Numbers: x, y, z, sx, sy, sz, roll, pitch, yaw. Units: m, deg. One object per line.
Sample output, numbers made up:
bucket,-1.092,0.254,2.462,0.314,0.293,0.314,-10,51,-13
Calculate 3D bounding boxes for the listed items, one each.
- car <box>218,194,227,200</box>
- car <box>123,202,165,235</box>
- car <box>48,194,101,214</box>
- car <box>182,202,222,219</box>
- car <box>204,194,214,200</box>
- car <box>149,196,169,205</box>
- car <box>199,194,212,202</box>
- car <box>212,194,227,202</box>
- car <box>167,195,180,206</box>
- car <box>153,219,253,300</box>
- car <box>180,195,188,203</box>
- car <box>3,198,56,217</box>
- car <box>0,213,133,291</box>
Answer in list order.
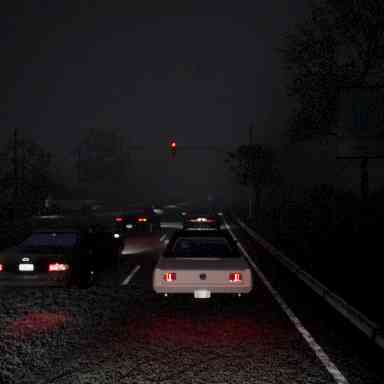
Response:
car,7.979,1.346,86.357,1.882,1.535,5.008,0,0,11
car,-2.939,1.526,18.713,1.812,1.442,4.674,0,0,4
car,-12.558,1.221,35.105,5.566,2.045,2.150,0,0,-1
car,0.522,1.505,17.598,1.837,1.490,4.892,0,0,2
car,4.459,1.328,86.562,1.882,1.535,5.008,0,0,11
car,-4.830,1.601,45.201,1.895,1.301,4.718,0,0,5
car,2.720,1.518,76.342,2.128,1.511,4.902,0,0,10
car,6.316,1.548,76.652,1.994,1.385,4.181,0,0,10
car,-3.759,1.352,55.291,2.097,1.767,4.553,0,0,7
car,0.232,1.601,8.373,1.895,1.301,4.718,0,0,1
car,-1.895,1.504,69.236,1.837,1.490,4.892,0,0,8
car,-15.393,1.564,30.989,4.181,1.385,1.994,0,0,15
car,-3.256,1.547,9.136,2.033,1.411,5.357,0,0,1
